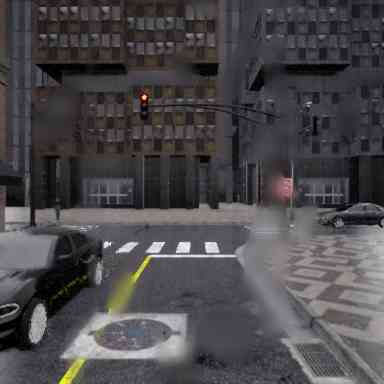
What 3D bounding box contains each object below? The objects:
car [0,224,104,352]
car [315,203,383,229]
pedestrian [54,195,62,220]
[{"bbox_3d":[-3.154,1.477,6.438,1.882,1.535,5.008,0,0,0],"label":"car"},{"bbox_3d":[10.352,1.487,21.095,4.892,1.490,1.837,0,0,-1],"label":"car"},{"bbox_3d":[-9.842,1.152,24.394,0.375,1.860,0.375,0,0,1],"label":"pedestrian"}]
